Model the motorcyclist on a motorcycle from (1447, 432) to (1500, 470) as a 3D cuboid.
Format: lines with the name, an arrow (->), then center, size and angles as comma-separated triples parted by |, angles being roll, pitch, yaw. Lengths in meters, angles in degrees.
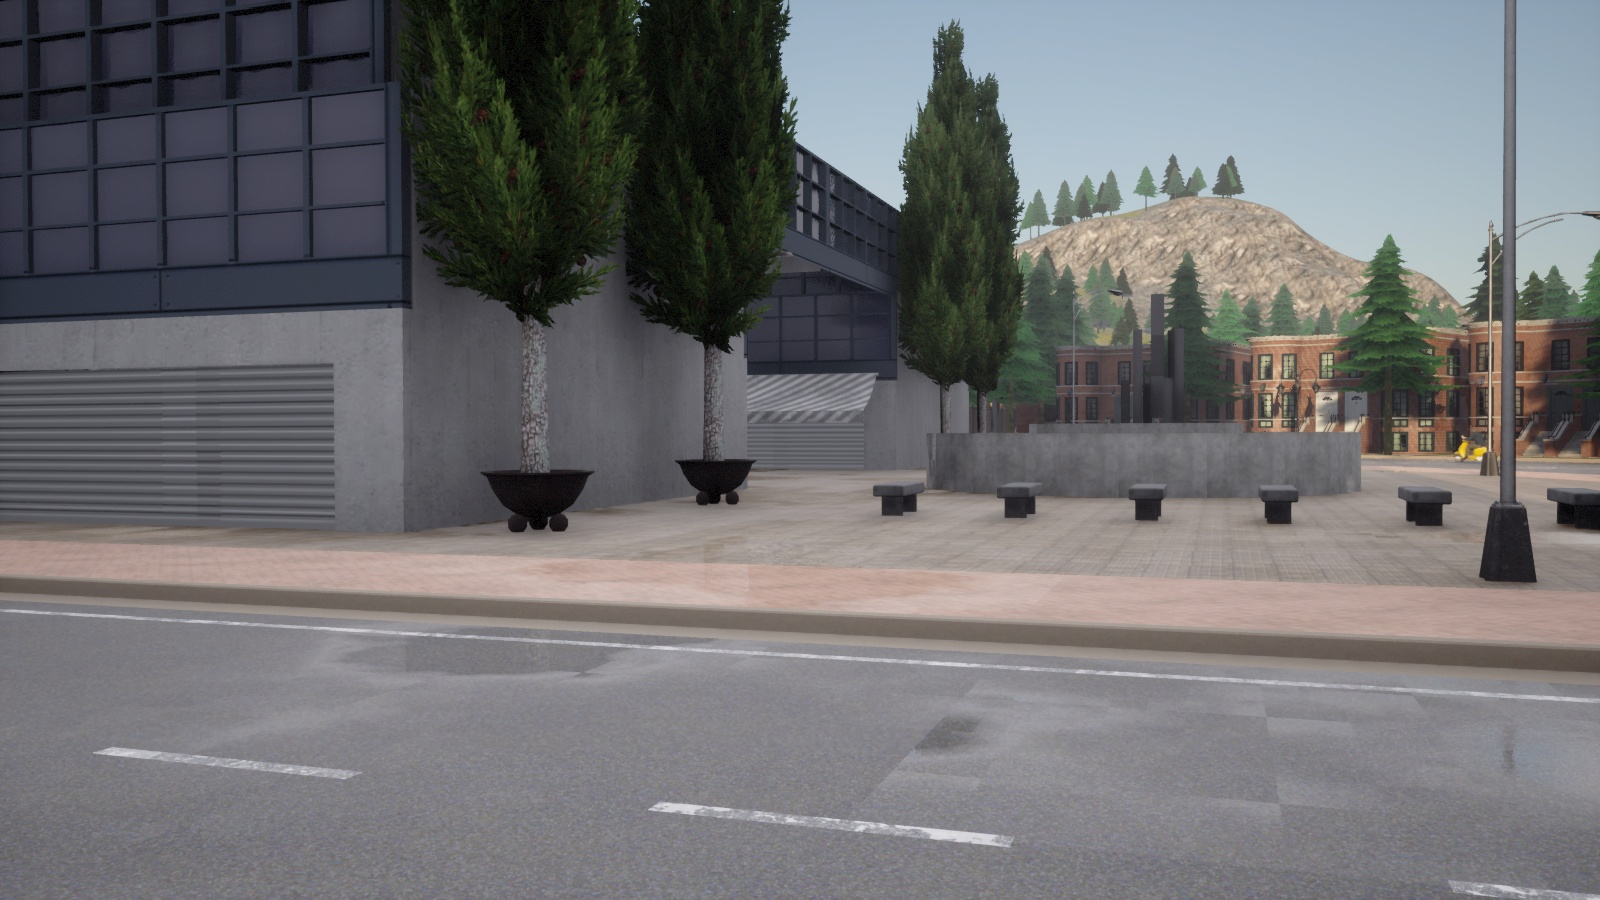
motorcyclist on a motorcycle -> 28.807, 0.027, 53.754 | 0.866, 1.590, 1.817 | -1, 1, -25
